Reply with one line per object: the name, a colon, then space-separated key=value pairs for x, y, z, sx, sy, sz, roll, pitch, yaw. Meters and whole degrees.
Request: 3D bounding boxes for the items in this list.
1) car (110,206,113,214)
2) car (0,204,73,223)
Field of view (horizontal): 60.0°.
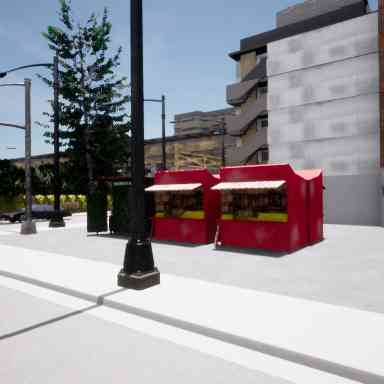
car: x=-6.440 y=1.490 z=35.257 sx=2.097 sy=1.767 sz=4.553 roll=-1 pitch=-1 yaw=36
car: x=-12.444 y=1.686 z=26.971 sx=2.033 sy=1.411 sz=5.357 roll=-1 pitch=-1 yaw=36
